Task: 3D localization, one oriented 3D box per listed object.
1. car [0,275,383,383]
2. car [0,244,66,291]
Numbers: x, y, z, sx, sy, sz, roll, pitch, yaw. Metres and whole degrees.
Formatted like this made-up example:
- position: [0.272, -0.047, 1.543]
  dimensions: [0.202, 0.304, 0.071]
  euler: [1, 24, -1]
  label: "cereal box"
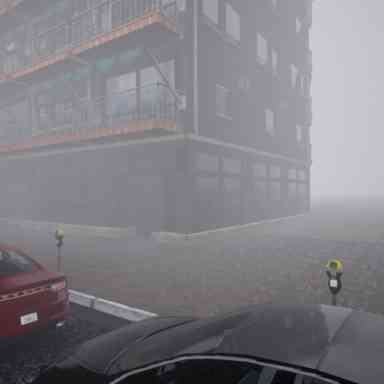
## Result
- position: [0.611, 1.566, 2.439]
  dimensions: [4.313, 1.339, 1.947]
  euler: [0, 0, 35]
  label: "car"
- position: [-3.978, 1.545, 5.712]
  dimensions: [4.507, 1.381, 1.887]
  euler: [0, 0, 35]
  label: "car"
